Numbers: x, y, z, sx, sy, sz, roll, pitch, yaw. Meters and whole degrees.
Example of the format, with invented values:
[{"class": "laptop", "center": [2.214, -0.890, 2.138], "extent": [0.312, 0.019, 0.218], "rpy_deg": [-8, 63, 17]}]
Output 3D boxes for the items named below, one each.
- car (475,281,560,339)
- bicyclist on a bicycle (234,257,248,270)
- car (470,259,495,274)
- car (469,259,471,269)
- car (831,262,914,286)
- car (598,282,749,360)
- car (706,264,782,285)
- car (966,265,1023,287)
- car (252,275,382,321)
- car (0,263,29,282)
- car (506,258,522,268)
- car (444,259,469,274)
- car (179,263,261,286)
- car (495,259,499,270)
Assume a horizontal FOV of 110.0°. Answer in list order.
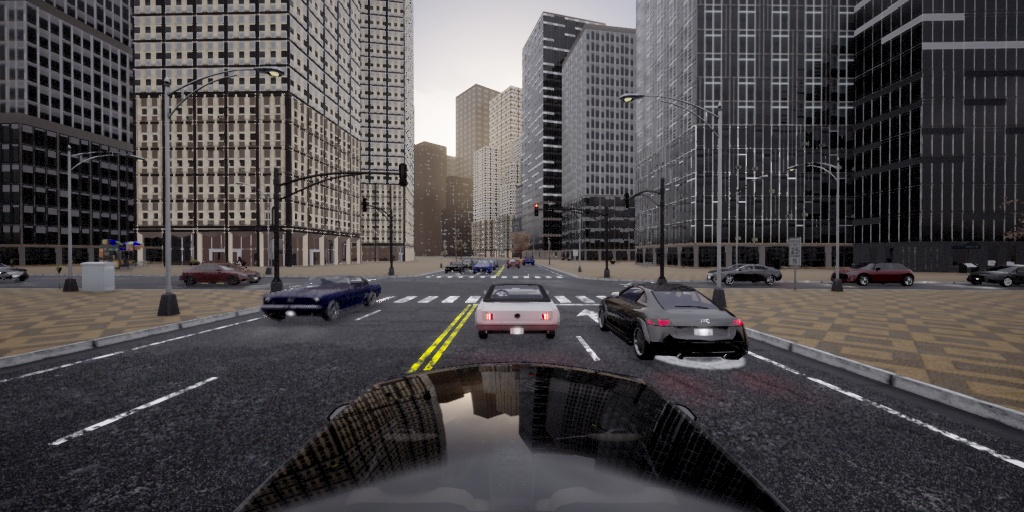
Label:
[{"class": "car", "center": [0.120, 1.348, 10.054], "extent": [1.895, 1.301, 4.718], "rpy_deg": [0, 0, 0]}, {"class": "bicyclist on a bicycle", "center": [-24.630, 0.872, 32.559], "extent": [0.582, 1.620, 1.656], "rpy_deg": [0, 1, 2]}, {"class": "car", "center": [-3.252, 1.199, 40.669], "extent": [1.882, 1.535, 5.008], "rpy_deg": [0, 0, 0]}, {"class": "car", "center": [-6.473, 1.206, 51.696], "extent": [1.837, 1.490, 4.892], "rpy_deg": [0, 0, 0]}, {"class": "car", "center": [25.959, 1.204, 25.951], "extent": [4.553, 1.767, 2.097], "rpy_deg": [0, 0, 1]}, {"class": "car", "center": [3.372, 1.312, 8.334], "extent": [1.994, 1.385, 4.181], "rpy_deg": [0, 0, 0]}, {"class": "car", "center": [16.877, 1.302, 26.168], "extent": [4.902, 1.511, 2.128], "rpy_deg": [0, 0, 1]}, {"class": "car", "center": [35.860, 1.402, 25.714], "extent": [4.892, 1.490, 1.837], "rpy_deg": [0, 0, 1]}, {"class": "car", "center": [-6.325, 1.347, 12.533], "extent": [1.895, 1.301, 4.718], "rpy_deg": [0, 0, 1]}, {"class": "car", "center": [-35.685, 1.085, 24.131], "extent": [4.902, 1.511, 2.128], "rpy_deg": [0, 0, 2]}, {"class": "car", "center": [0.239, 1.214, 58.126], "extent": [1.812, 1.442, 4.674], "rpy_deg": [0, 0, 0]}, {"class": "car", "center": [-6.502, 1.321, 41.345], "extent": [1.895, 1.301, 4.718], "rpy_deg": [0, 0, 0]}, {"class": "car", "center": [-19.223, 1.195, 23.684], "extent": [4.674, 1.442, 1.812], "rpy_deg": [0, 0, 2]}, {"class": "car", "center": [-3.227, 1.231, 50.012], "extent": [1.812, 1.442, 4.674], "rpy_deg": [0, 0, 0]}]
